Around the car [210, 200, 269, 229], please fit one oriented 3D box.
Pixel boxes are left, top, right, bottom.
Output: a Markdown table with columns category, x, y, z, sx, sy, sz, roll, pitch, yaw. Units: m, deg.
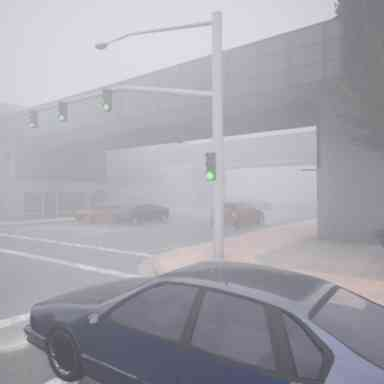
| category | x | y | z | sx | sy | sz | roll | pitch | yaw |
| --- | --- | --- | --- | --- | --- | --- | --- | --- | --- |
| car | 3.152 | 1.439 | 22.613 | 2.097 | 1.767 | 4.553 | -1 | 0 | 36 |

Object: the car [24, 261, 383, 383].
| category | x | y | z | sx | sy | sz | roll | pitch | yaw |
| --- | --- | --- | --- | --- | --- | --- | --- | --- | --- |
| car | 0.313 | 1.562 | 3.745 | 5.357 | 1.411 | 2.033 | -1 | 0 | 35 |

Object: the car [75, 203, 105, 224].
| category | x | y | z | sx | sy | sz | roll | pitch | yaw |
| --- | --- | --- | --- | --- | --- | --- | --- | --- | --- |
| car | -6.970 | 1.655 | 26.703 | 1.882 | 1.535 | 5.008 | -1 | 0 | 36 |

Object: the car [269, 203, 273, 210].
| category | x | y | z | sx | sy | sz | roll | pitch | yaw |
| --- | --- | --- | --- | --- | --- | --- | --- | --- | --- |
| car | 8.672 | 1.709 | 42.352 | 1.994 | 1.385 | 4.181 | -1 | 0 | 36 |

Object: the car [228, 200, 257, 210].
| category | x | y | z | sx | sy | sz | roll | pitch | yaw |
| --- | --- | --- | --- | --- | --- | --- | --- | --- | --- |
| car | 7.073 | 1.776 | 46.104 | 1.895 | 1.301 | 4.718 | -1 | 0 | 36 |

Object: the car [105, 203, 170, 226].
| category | x | y | z | sx | sy | sz | roll | pitch | yaw |
| --- | --- | --- | --- | --- | --- | --- | --- | --- | --- |
| car | -3.774 | 1.626 | 25.150 | 1.882 | 1.535 | 5.008 | -1 | 1 | 36 |
